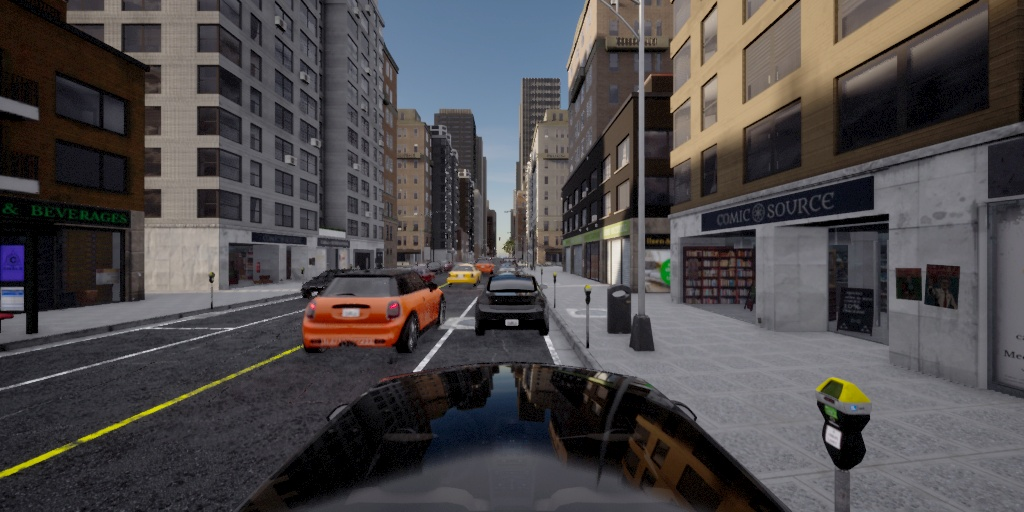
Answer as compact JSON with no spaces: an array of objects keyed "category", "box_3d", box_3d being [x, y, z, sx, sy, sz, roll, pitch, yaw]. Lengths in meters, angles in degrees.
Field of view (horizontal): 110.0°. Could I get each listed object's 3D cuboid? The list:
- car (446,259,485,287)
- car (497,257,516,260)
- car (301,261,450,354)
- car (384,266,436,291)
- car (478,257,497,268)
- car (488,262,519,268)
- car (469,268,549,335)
[{"category":"car","box_3d":[-3.146,1.207,24.521,1.801,1.575,5.366,0,0,0]},{"category":"car","box_3d":[-0.288,1.066,40.309,2.192,1.841,5.009,0,0,0]},{"category":"car","box_3d":[-3.048,1.101,8.913,2.097,1.767,4.553,0,0,0]},{"category":"car","box_3d":[-6.251,1.351,22.606,1.895,1.301,4.718,0,0,0]},{"category":"car","box_3d":[-3.046,1.103,39.649,2.097,1.767,4.553,0,0,0]},{"category":"car","box_3d":[-0.288,1.301,23.738,2.007,1.370,4.403,0,0,0]},{"category":"car","box_3d":[0.000,1.254,10.500,1.837,1.490,4.892,0,0,0]}]
